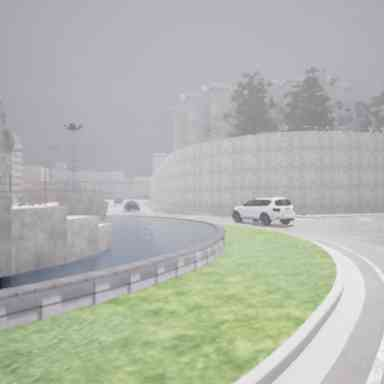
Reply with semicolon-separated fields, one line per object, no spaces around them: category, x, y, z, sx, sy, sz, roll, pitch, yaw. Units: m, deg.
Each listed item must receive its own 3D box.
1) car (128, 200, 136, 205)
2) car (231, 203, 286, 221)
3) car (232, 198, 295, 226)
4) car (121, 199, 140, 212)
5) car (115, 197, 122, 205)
car;-16.465;2.797;91.651;1.994;1.385;4.181;-1;-1;-9
car;5.985;1.792;30.593;1.837;1.490;4.892;1;-2;-40
car;5.390;1.461;25.819;2.150;2.045;5.566;0;-1;-30
car;-9.236;2.201;50.994;1.837;1.490;4.892;-1;-1;-18
car;-19.832;2.495;90.502;2.150;2.045;5.566;-1;-1;-9
